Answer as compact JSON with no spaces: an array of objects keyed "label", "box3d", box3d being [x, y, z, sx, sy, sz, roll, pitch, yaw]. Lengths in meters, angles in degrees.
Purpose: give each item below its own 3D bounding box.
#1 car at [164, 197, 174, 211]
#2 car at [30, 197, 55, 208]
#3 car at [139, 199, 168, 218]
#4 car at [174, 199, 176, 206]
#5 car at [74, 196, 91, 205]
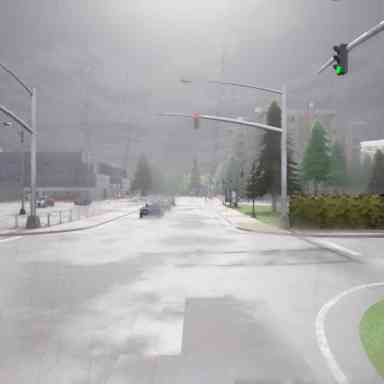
[{"label":"car","box3d":[-3.568,1.564,40.272,1.994,1.385,4.181,0,0,0]},{"label":"car","box3d":[-20.481,1.384,45.651,1.970,1.475,3.806,0,0,0]},{"label":"car","box3d":[-3.581,1.601,30.276,1.895,1.301,4.718,0,0,0]},{"label":"car","box3d":[-3.520,1.478,50.755,1.882,1.535,5.008,0,0,0]},{"label":"car","box3d":[-17.424,1.374,53.040,1.845,1.501,3.633,0,0,0]}]
